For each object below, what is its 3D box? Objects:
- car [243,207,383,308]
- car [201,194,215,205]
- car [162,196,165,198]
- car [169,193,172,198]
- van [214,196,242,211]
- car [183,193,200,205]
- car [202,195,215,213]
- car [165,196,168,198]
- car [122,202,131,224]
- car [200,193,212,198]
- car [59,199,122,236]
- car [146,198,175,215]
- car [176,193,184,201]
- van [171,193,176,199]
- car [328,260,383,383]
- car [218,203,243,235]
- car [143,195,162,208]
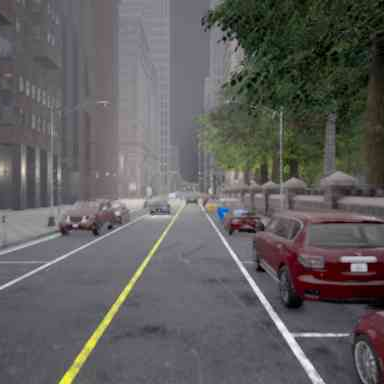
[{"bbox_3d":[2.762,1.334,7.893,2.192,1.841,5.009,0,0,0],"label":"car"},{"bbox_3d":[2.771,1.296,57.613,2.192,1.841,5.009,0,0,0],"label":"car"},{"bbox_3d":[-5.756,1.517,51.909,1.752,1.417,4.829,0,0,0],"label":"car"},{"bbox_3d":[-5.754,1.518,68.652,1.947,1.339,4.313,0,0,0],"label":"car"},{"bbox_3d":[2.766,1.367,24.467,1.690,1.788,3.998,0,0,0],"label":"van"},{"bbox_3d":[0.010,1.333,57.420,2.097,1.767,4.553,0,0,0],"label":"car"},{"bbox_3d":[2.354,1.472,36.978,1.801,1.575,5.366,0,0,0],"label":"car"},{"bbox_3d":[-5.755,1.420,57.604,1.967,1.590,4.097,0,0,0],"label":"car"},{"bbox_3d":[-5.760,1.466,24.458,1.967,1.590,4.097,0,0,0],"label":"car"},{"bbox_3d":[2.770,1.307,52.089,2.192,1.841,5.009,0,0,0],"label":"car"},{"bbox_3d":[-5.761,1.344,18.935,2.192,1.841,5.009,0,0,0],"label":"car"},{"bbox_3d":[-3.087,1.581,33.508,1.994,1.385,4.181,0,0,0],"label":"car"},{"bbox_3d":[-1.086,1.348,78.216,2.128,1.511,4.902,0,0,26],"label":"car"},{"bbox_3d":[-5.751,1.241,95.309,1.690,1.788,3.998,0,0,0],"label":"van"},{"bbox_3d":[2.761,1.589,2.367,1.802,1.307,4.206,0,0,0],"label":"car"},{"bbox_3d":[2.765,1.574,18.943,1.887,1.381,4.507,0,0,0],"label":"car"},{"bbox_3d":[-5.757,1.552,46.555,2.008,1.369,4.403,0,0,0],"label":"car"}]
